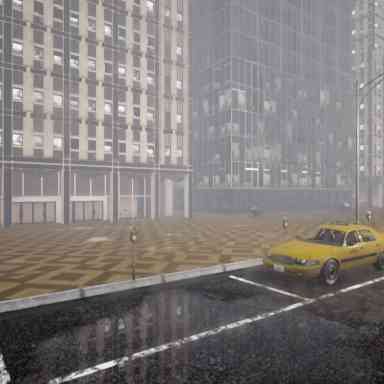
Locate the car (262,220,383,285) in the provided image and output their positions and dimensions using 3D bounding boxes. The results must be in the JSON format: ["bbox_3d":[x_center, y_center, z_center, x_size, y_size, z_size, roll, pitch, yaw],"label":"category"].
[{"bbox_3d":[4.068,1.526,9.479,4.829,1.417,1.752,0,0,-36],"label":"car"}]
